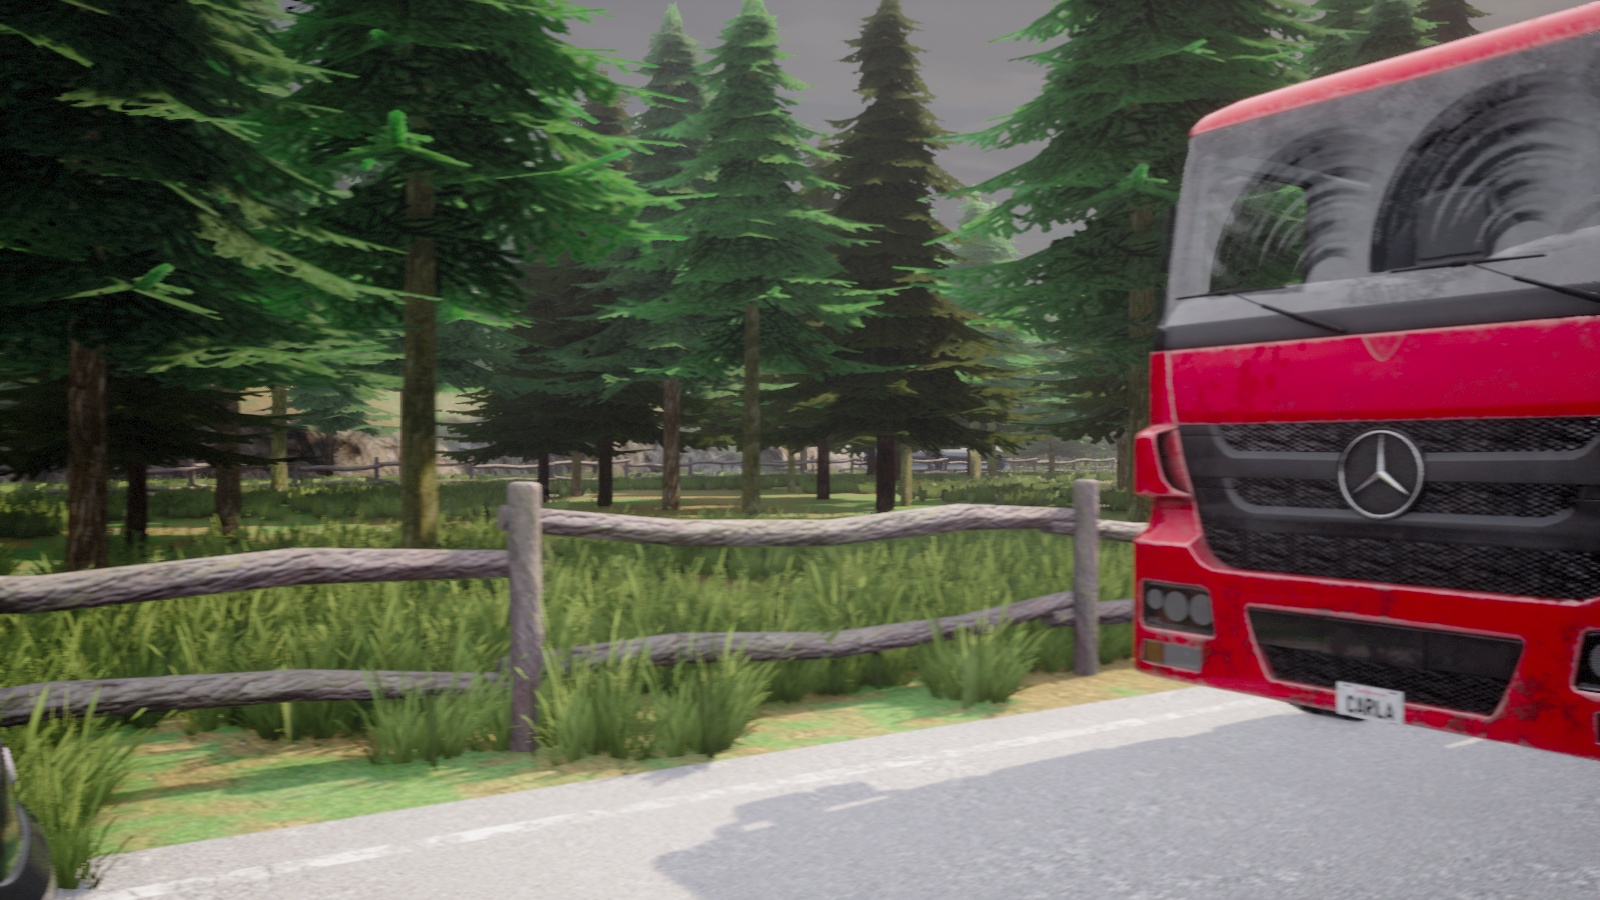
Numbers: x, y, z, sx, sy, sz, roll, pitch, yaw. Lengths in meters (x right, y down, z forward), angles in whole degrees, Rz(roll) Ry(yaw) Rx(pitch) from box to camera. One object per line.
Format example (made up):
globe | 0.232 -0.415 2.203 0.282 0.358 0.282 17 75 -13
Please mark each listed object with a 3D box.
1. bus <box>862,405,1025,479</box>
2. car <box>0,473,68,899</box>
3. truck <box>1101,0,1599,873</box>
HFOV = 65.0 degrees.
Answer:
bus | 8.855 -0.454 76.460 10.273 4.253 3.944 0 0 -41
car | -3.507 0.780 1.256 4.674 1.442 1.812 0 0 -34
truck | 5.637 -0.232 7.396 7.936 3.462 2.891 0 0 -34
